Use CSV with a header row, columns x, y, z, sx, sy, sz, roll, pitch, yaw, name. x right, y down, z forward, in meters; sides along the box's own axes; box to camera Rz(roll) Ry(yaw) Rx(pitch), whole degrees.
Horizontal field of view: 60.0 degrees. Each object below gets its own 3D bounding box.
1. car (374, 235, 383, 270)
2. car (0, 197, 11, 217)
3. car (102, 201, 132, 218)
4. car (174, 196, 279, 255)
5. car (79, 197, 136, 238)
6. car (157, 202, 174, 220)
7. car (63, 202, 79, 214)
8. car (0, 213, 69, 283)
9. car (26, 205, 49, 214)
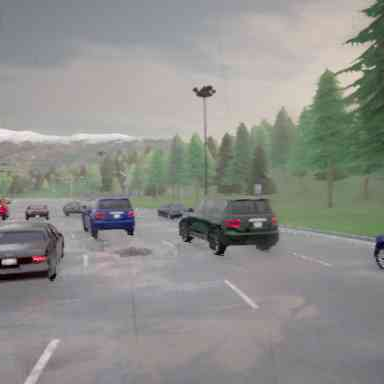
x,y,z,sx,sy,sz,roll,pitch,yaw,name
6.407,1.364,7.543,1.882,1.535,5.008,0,0,-10,car
-18.040,1.492,30.494,2.150,2.045,5.566,-1,0,-25,car
-7.379,1.656,32.469,1.994,1.385,4.181,-1,0,-25,car
1.241,1.188,13.438,2.150,2.045,5.566,0,0,-20,car
-4.741,1.282,18.558,2.150,2.045,5.566,-1,0,-24,car
-1.559,1.564,28.346,1.994,1.385,4.181,-1,0,-25,car
-12.486,1.722,35.138,2.033,1.411,5.357,-1,0,-25,car
-4.855,1.619,9.814,2.033,1.411,5.357,-1,0,-18,car
-14.293,1.810,30.781,1.895,1.301,4.718,-1,0,-25,car
